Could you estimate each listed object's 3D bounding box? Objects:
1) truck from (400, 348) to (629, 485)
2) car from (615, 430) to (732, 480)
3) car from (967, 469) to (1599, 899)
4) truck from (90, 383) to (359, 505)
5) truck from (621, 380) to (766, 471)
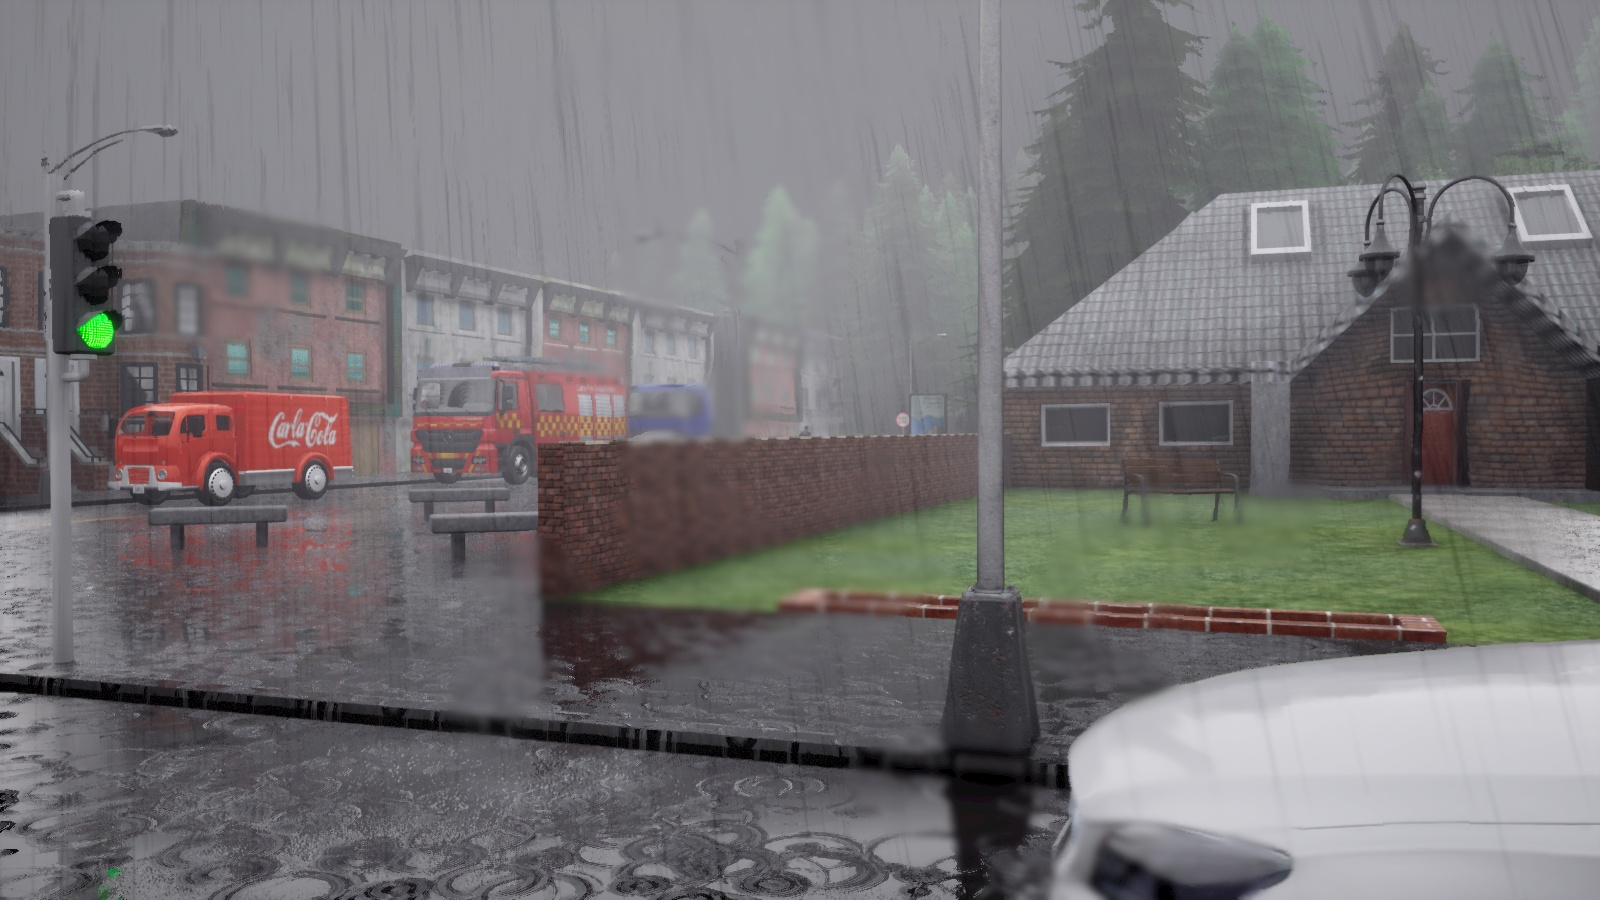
[{"bbox_3d":[-8.667,-1.003,39.476,2.891,3.827,8.468,1,1,20],"label":"truck"},{"bbox_3d":[-4.007,0.108,40.620,2.007,1.525,4.514,1,1,20],"label":"car"},{"bbox_3d":[2.827,0.824,2.426,4.674,1.442,1.812,1,1,21],"label":"car"},{"bbox_3d":[-12.733,-0.159,28.261,2.627,2.467,5.204,1,1,20],"label":"truck"},{"bbox_3d":[-4.198,-1.002,51.785,2.891,3.462,7.936,1,1,20],"label":"truck"}]
